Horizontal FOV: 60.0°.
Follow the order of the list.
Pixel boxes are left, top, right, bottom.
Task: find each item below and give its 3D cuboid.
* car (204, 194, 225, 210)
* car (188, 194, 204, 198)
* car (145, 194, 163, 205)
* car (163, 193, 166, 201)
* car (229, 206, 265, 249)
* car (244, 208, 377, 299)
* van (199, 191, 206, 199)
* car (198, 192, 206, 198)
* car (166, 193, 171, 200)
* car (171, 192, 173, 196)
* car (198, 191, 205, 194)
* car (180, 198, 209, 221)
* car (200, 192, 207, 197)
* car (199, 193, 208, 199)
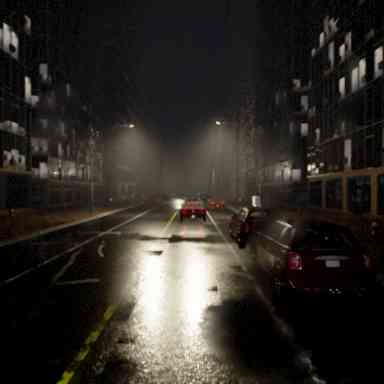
[{"bbox_3d":[2.665,1.261,36.751,1.887,1.381,4.507,0,0,0],"label":"car"},{"bbox_3d":[0.070,1.242,41.393,1.994,1.385,4.181,0,1,0],"label":"car"},{"bbox_3d":[-5.724,1.165,48.135,1.887,1.381,4.507,0,0,0],"label":"car"},{"bbox_3d":[-5.728,1.153,53.829,1.802,1.307,4.206,0,0,0],"label":"car"},{"bbox_3d":[2.681,1.335,13.980,1.967,1.590,4.097,0,0,0],"label":"car"},{"bbox_3d":[2.685,1.377,8.288,1.967,1.590,4.097,0,0,0],"label":"car"},{"bbox_3d":[2.633,0.658,82.286,1.690,1.788,3.998,0,1,0],"label":"van"},{"bbox_3d":[2.629,0.703,87.978,1.967,1.590,4.097,0,1,0],"label":"car"},{"bbox_3d":[-5.736,1.016,65.213,1.887,1.381,4.507,0,1,0],"label":"car"},{"bbox_3d":[-5.740,0.986,70.905,1.947,1.339,4.313,0,1,0],"label":"car"},{"bbox_3d":[2.645,1.037,65.211,1.947,1.339,4.313,0,1,0],"label":"car"},{"bbox_3d":[0.082,1.408,25.319,1.895,1.301,4.718,0,0,0],"label":"car"},{"bbox_3d":[2.653,1.137,53.827,1.947,1.339,4.313,0,1,0],"label":"car"},{"bbox_3d":[2.637,0.935,76.595,1.947,1.339,4.313,0,1,0],"label":"car"}]
